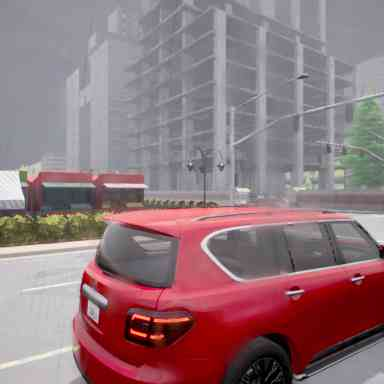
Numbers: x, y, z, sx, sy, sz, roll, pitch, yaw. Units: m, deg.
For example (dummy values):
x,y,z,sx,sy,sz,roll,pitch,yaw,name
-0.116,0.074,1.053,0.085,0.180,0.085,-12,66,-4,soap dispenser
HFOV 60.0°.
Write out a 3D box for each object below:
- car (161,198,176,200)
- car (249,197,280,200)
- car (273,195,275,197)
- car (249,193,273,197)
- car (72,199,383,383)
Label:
x,y,z,sx,sy,sz,roll,pitch,yaw,name
-2.631,1.422,37.580,1.882,1.535,5.008,0,0,-36,car
6.357,1.423,25.196,1.882,1.535,5.008,0,0,-36,car
14.052,1.114,59.913,1.905,1.878,3.866,0,0,-36,car
11.661,1.114,58.199,1.905,1.878,3.866,0,0,-36,car
1.259,1.221,4.687,5.566,2.045,2.150,0,0,-35,car
